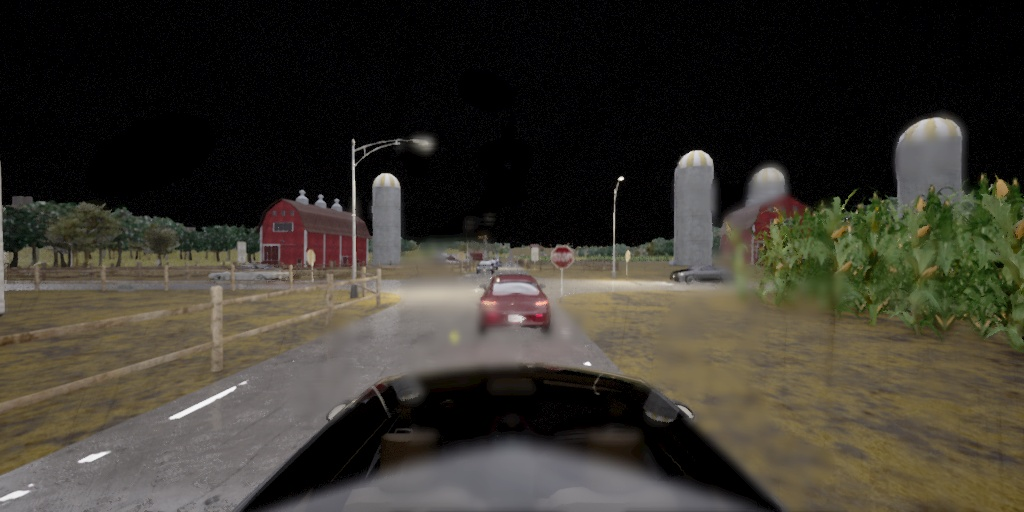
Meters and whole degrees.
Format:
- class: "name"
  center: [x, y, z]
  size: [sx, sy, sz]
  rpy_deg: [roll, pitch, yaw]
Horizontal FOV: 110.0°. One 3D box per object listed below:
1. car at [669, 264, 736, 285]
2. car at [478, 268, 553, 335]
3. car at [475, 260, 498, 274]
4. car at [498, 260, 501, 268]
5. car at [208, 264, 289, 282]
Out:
- class: "car"
  center: [13.656, 1.306, 25.818]
  size: [4.181, 1.385, 1.994]
  rpy_deg: [0, 1, 0]
- class: "car"
  center: [0.038, 1.234, 10.287]
  size: [1.812, 1.442, 4.674]
  rpy_deg: [0, 0, -2]
- class: "car"
  center: [-2.902, 1.213, 39.903]
  size: [1.812, 1.442, 4.674]
  rpy_deg: [0, 0, 0]
- class: "car"
  center: [-2.916, 1.223, 50.508]
  size: [1.812, 1.442, 4.674]
  rpy_deg: [0, 0, 0]
- class: "car"
  center: [-18.988, 1.245, 25.956]
  size: [4.718, 1.301, 1.895]
  rpy_deg: [0, 1, -1]
